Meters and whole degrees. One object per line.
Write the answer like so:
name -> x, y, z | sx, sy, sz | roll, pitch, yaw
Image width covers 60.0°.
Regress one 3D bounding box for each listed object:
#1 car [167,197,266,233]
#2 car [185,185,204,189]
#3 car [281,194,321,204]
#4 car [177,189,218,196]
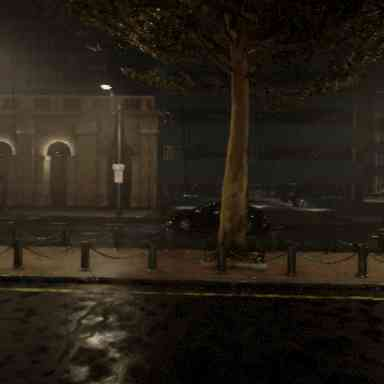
car -> 1.212, 1.176, 16.657 | 4.892, 1.490, 1.837 | 1, 1, 2
car -> 1.278, -0.297, 65.981 | 5.566, 2.045, 2.435 | 1, 1, 2
car -> 12.996, 0.693, 39.601 | 4.674, 1.452, 2.002 | 1, 1, 2
car -> 0.665, 0.687, 35.899 | 4.786, 1.482, 2.161 | 1, 1, 2
